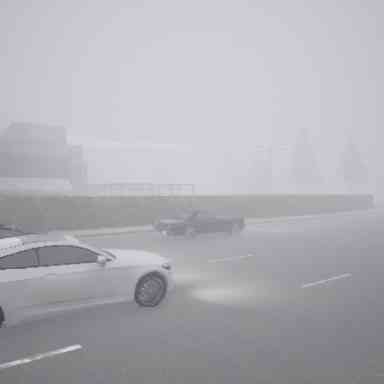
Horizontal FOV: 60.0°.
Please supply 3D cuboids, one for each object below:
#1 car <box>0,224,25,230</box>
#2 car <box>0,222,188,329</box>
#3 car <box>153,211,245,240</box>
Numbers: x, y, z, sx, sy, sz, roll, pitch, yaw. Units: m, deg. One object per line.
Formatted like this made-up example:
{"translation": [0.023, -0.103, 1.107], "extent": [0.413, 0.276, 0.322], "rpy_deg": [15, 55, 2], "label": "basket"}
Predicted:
{"translation": [-4.870, 1.564, 8.870], "extent": [4.181, 1.385, 1.994], "rpy_deg": [0, 0, -35], "label": "car"}
{"translation": [-2.561, 1.526, 6.235], "extent": [4.674, 1.442, 1.812], "rpy_deg": [0, 0, -36], "label": "car"}
{"translation": [0.485, 1.601, 16.982], "extent": [4.718, 1.301, 1.895], "rpy_deg": [0, 0, -35], "label": "car"}
